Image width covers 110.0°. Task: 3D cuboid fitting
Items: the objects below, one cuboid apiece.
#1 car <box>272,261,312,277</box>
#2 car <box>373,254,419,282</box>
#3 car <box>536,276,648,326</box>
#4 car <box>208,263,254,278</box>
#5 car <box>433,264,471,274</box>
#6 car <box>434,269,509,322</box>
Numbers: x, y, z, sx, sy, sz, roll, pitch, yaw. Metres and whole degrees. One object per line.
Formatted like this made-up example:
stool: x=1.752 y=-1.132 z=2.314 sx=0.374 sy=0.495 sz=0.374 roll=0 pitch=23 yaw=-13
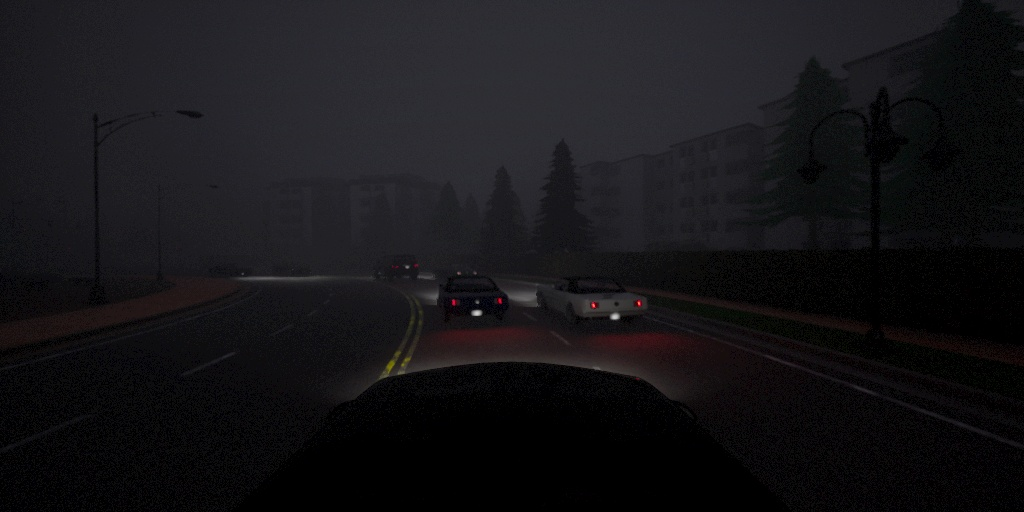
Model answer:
car: x=-21.585 y=1.191 z=35.180 sx=5.008 sy=1.535 sz=1.882 roll=0 pitch=0 yaw=35
car: x=-9.236 y=0.892 z=28.313 sx=2.150 sy=2.045 sz=5.566 roll=0 pitch=0 yaw=-37
car: x=2.229 y=1.286 z=11.534 sx=1.895 sy=1.301 sz=4.718 roll=0 pitch=0 yaw=-12
car: x=-27.146 y=1.352 z=34.626 sx=4.718 sy=1.301 sz=1.895 roll=0 pitch=0 yaw=28
car: x=-4.427 y=1.245 z=27.459 sx=1.895 sy=1.301 sz=4.718 roll=-1 pitch=0 yaw=-32
car: x=-1.518 y=1.306 z=12.245 sx=1.895 sy=1.301 sz=4.718 roll=0 pitch=0 yaw=-14
